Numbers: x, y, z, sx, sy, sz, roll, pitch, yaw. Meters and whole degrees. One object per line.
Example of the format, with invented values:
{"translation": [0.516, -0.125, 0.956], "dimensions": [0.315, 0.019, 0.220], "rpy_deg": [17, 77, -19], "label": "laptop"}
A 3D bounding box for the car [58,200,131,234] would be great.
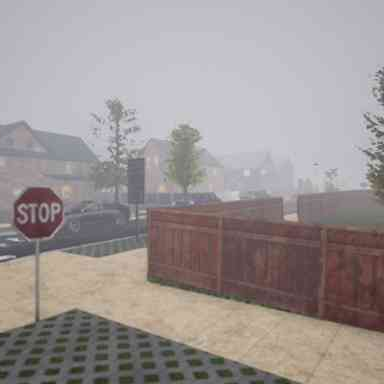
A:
{"translation": [-5.371, 1.184, 17.246], "dimensions": [2.128, 1.511, 4.902], "rpy_deg": [-1, 1, 36], "label": "car"}

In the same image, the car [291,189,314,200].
{"translation": [15.332, 0.310, 45.865], "dimensions": [2.033, 1.411, 5.357], "rpy_deg": [-1, 1, 36], "label": "car"}

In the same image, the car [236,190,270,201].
{"translation": [6.144, 0.572, 33.244], "dimensions": [2.097, 1.767, 4.553], "rpy_deg": [-1, 1, 36], "label": "car"}

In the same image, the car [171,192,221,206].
{"translation": [0.382, 0.808, 25.246], "dimensions": [2.097, 1.767, 4.553], "rpy_deg": [-1, 1, 36], "label": "car"}
